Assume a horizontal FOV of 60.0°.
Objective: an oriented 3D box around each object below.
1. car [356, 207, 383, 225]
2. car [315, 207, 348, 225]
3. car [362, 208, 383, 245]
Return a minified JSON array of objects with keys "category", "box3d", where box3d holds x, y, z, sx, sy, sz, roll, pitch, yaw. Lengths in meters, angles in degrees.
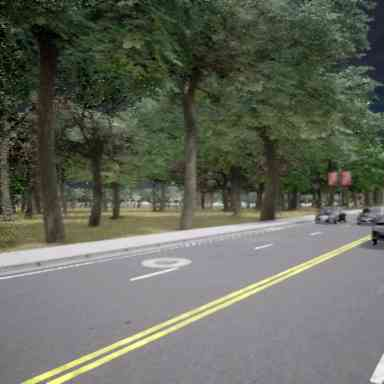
[{"category":"car","box3d":[15.380,2.017,28.185,1.837,1.490,4.892,-2,-2,39]},{"category":"car","box3d":[12.599,2.079,29.913,2.128,1.511,4.902,-2,-2,39]},{"category":"car","box3d":[10.205,1.771,16.331,2.128,1.511,4.902,-2,-2,39]}]
